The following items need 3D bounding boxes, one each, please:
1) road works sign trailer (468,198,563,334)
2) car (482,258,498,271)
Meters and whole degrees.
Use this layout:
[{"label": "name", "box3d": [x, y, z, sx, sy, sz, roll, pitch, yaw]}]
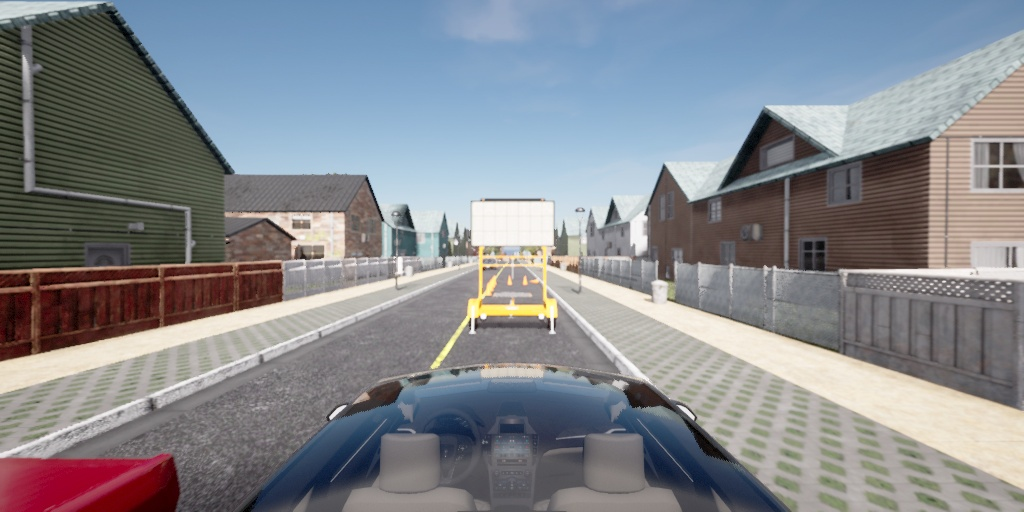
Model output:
[{"label": "road works sign trailer", "box3d": [0.021, 0.142, 10.377, 2.380, 3.560, 2.880, 0, 0, 0]}, {"label": "car", "box3d": [-2.785, 0.996, 43.711, 1.837, 1.490, 4.892, 0, 0, 0]}]
